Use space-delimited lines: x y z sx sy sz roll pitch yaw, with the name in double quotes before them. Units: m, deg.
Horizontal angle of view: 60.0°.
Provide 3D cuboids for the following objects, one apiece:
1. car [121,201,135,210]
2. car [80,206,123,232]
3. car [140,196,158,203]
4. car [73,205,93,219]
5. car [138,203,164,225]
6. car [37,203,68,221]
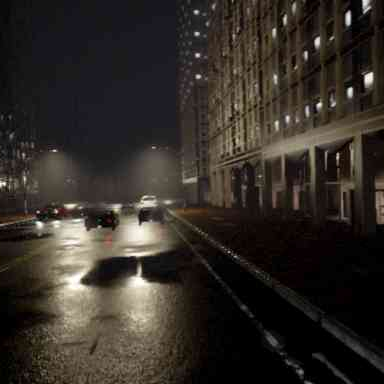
"car" -10.065 2.067 52.103 2.033 1.411 5.357 -2 0 -8
"car" -6.089 1.892 22.983 1.895 1.301 4.718 -2 0 -8
"car" -5.760 1.576 44.486 2.150 2.045 5.566 -2 0 -8
"car" -11.212 2.068 35.089 1.994 1.385 4.181 -2 0 -8
"car" -3.289 1.812 26.451 1.895 1.301 4.718 -2 0 -8
"car" -14.410 1.960 34.445 2.097 1.767 4.553 -2 0 -8
